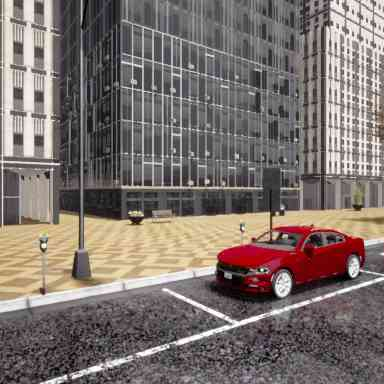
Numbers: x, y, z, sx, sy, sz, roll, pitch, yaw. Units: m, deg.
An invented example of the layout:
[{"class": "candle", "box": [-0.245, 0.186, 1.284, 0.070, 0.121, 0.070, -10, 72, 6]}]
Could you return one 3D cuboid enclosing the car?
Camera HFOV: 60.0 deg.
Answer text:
[{"class": "car", "box": [2.596, 1.545, 8.414, 4.507, 1.381, 1.887, 0, 0, -36]}]
